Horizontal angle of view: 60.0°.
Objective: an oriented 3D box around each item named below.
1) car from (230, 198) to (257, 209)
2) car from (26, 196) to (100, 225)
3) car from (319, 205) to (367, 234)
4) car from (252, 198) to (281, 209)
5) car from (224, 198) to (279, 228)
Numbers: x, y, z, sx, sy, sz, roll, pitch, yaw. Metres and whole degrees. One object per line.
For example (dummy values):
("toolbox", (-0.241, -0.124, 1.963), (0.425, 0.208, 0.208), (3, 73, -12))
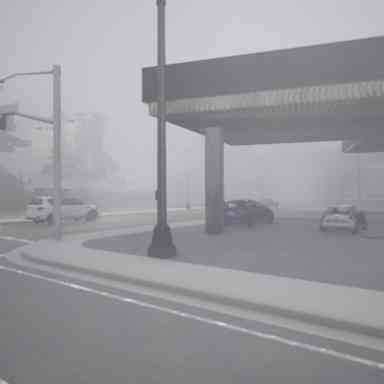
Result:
("car", (7.777, 1.633, 49.649), (1.837, 1.490, 4.892), (0, 0, 36))
("car", (-9.780, 1.352, 25.556), (2.150, 2.045, 5.566), (0, 0, 35))
("car", (8.740, 1.477, 19.061), (1.970, 1.475, 3.806), (0, 0, 37))
("car", (10.764, 1.655, 47.798), (2.033, 1.411, 5.357), (0, 0, 37))
("car", (3.666, 1.350, 21.863), (2.242, 1.667, 4.611), (0, 0, 37))
